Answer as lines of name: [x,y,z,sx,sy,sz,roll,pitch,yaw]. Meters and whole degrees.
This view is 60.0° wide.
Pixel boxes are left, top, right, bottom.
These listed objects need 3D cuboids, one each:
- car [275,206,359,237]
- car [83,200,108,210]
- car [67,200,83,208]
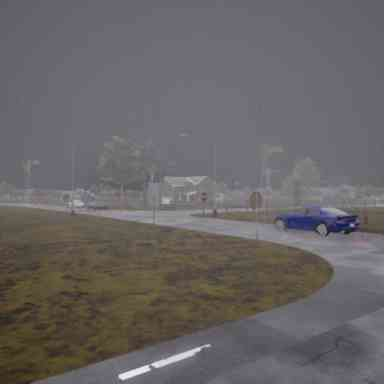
car: [6.819,1.526,18.780,1.882,1.535,5.008,0,0,-28]
car: [-13.614,1.892,47.617,1.994,1.385,4.181,-1,0,-35]
car: [-19.428,1.990,55.601,1.812,1.442,4.674,-1,-1,-36]
